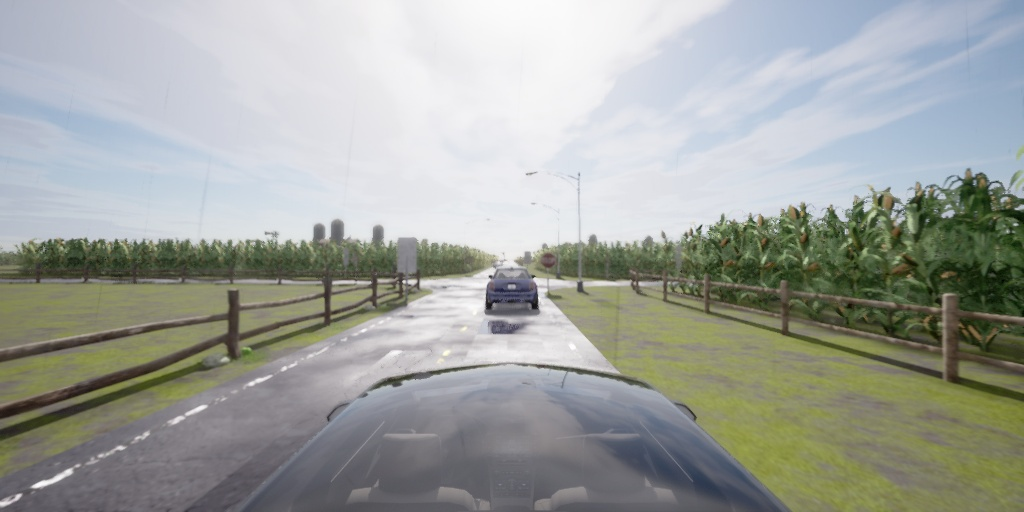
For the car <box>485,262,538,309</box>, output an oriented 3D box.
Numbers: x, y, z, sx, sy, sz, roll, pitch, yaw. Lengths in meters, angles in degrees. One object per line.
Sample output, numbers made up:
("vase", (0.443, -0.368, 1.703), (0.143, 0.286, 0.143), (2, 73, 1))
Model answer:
("car", (-0.006, 1.232, 15.932), (2.097, 1.767, 4.553), (0, -1, 0))
